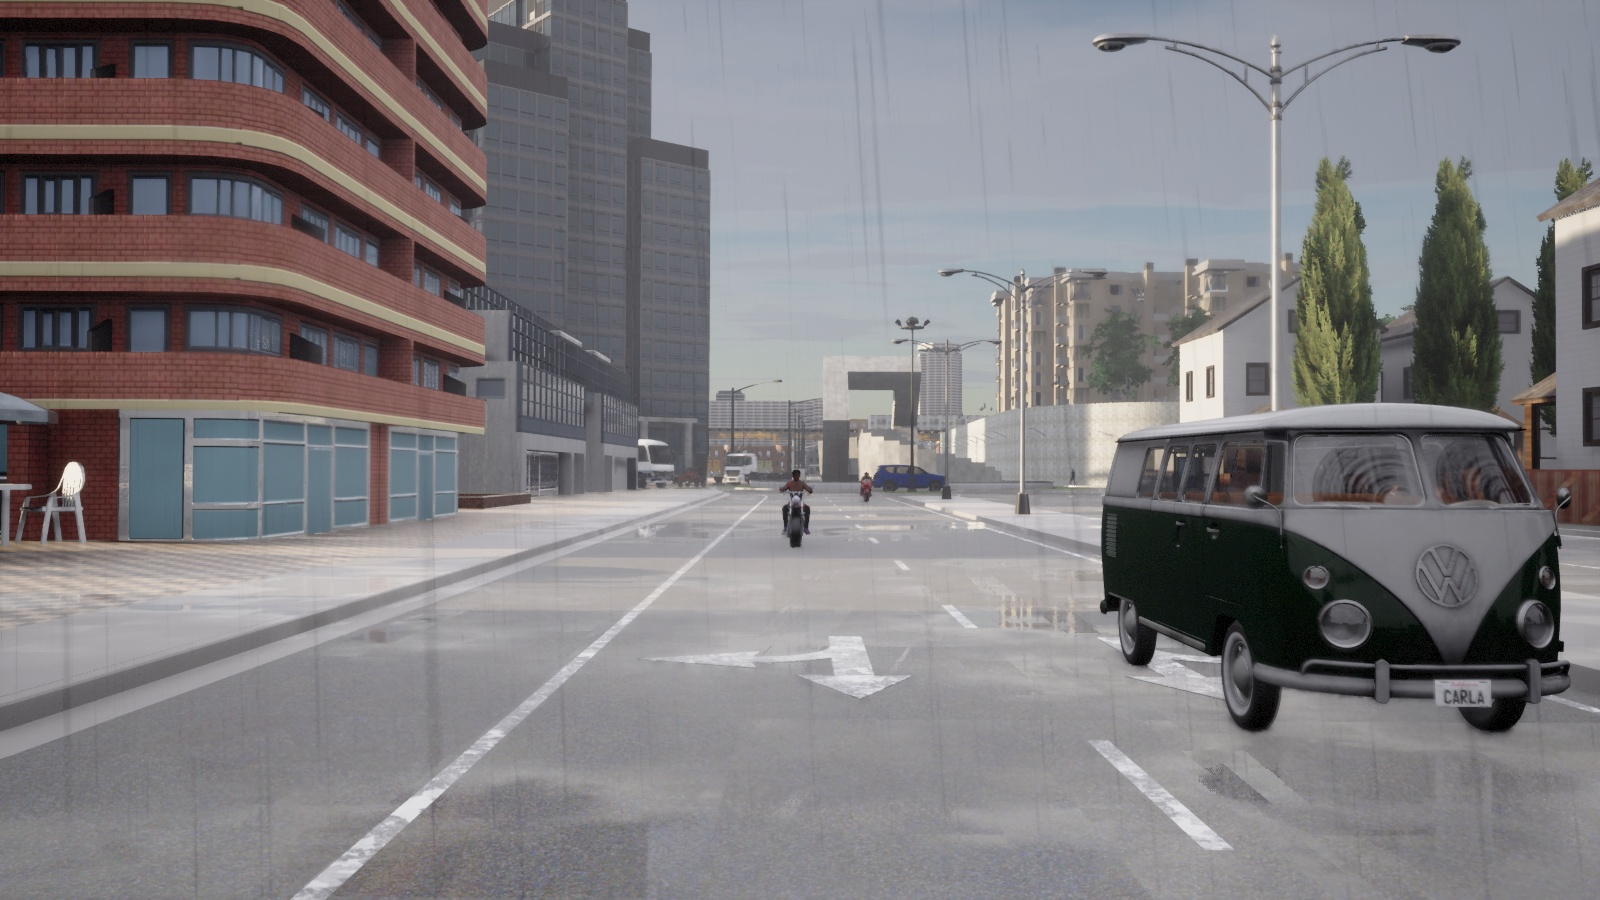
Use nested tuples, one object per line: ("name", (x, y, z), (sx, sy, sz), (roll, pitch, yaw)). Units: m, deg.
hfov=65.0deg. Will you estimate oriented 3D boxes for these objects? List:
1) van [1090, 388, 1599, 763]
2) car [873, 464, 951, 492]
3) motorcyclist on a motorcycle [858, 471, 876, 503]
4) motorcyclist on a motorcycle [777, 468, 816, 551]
("van", (3.474, 0.701, 8.916), (1.775, 1.987, 4.442), (0, -1, 0))
("car", (8.138, 2.023, 90.842), (5.566, 2.045, 2.150), (0, -1, 7))
("motorcyclist on a motorcycle", (3.331, 1.835, 62.756), (0.797, 1.523, 2.044), (0, -1, 0))
("motorcyclist on a motorcycle", (-0.071, 1.203, 26.134), (0.766, 1.649, 2.350), (0, -1, 0))
